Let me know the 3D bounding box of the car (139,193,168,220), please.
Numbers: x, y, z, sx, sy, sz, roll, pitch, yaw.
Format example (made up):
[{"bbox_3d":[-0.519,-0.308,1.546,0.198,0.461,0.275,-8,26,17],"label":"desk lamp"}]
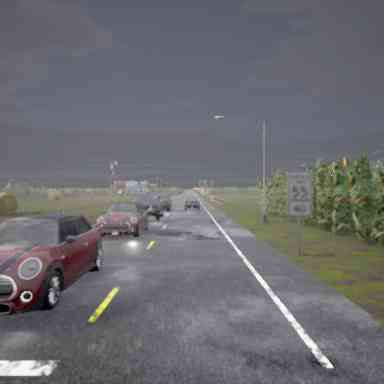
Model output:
[{"bbox_3d":[-3.589,1.193,28.069,2.150,2.045,5.566,0,0,0],"label":"car"}]

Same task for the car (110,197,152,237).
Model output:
[{"bbox_3d":[-3.598,1.338,17.857,2.097,1.767,4.553,0,0,0],"label":"car"}]

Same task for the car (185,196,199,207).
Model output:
[{"bbox_3d":[0.002,1.413,50.350,2.128,1.511,4.902,0,0,0],"label":"car"}]

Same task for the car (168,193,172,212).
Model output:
[{"bbox_3d":[-3.543,1.172,38.839,2.150,2.045,5.566,0,0,1],"label":"car"}]

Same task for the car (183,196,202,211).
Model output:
[{"bbox_3d":[0.052,1.452,39.981,1.837,1.490,4.892,0,0,1],"label":"car"}]

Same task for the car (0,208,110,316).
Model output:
[{"bbox_3d":[-3.630,1.347,7.760,2.097,1.767,4.553,0,0,1],"label":"car"}]
